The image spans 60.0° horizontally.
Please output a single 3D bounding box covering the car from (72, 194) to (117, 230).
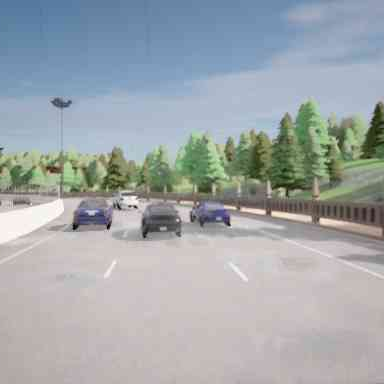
[{"bbox_3d":[-5.896,1.183,20.253,2.097,1.767,4.553,0,1,-11],"label":"car"}]

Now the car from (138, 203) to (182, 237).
[{"bbox_3d":[-1.680,1.353,17.083,1.837,1.490,4.892,0,0,-10],"label":"car"}]

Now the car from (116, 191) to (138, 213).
[{"bbox_3d":[-7.768,0.893,38.312,2.150,2.045,5.566,0,0,-22],"label":"car"}]

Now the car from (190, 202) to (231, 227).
[{"bbox_3d":[1.082,1.330,21.039,1.812,1.442,4.674,0,1,-11],"label":"car"}]
